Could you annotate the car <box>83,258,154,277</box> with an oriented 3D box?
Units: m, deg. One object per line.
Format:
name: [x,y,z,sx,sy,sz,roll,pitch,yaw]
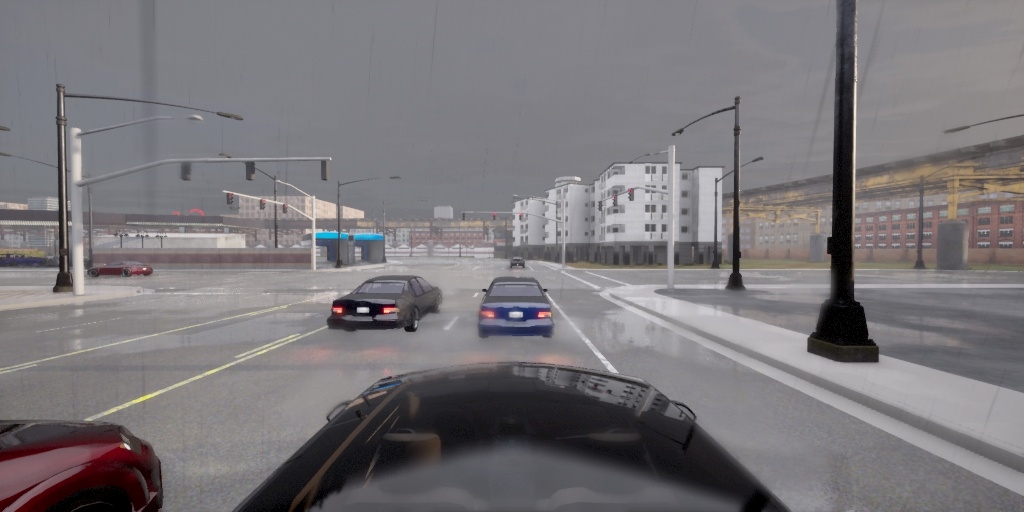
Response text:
car: [-33.766,1.084,30.947,4.181,1.385,1.994,0,1,-1]

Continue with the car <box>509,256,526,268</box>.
car: [0.695,0.771,46.174,1.837,1.490,4.892,0,1,0]

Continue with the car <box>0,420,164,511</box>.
car: [-3.394,1.314,0.711,1.994,1.385,4.181,0,0,-1]

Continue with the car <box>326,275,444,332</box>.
car: [-3.408,1.274,10.708,2.033,1.411,5.357,0,0,0]

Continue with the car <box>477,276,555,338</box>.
car: [0.088,1.280,10.107,2.033,1.411,5.357,0,0,0]
